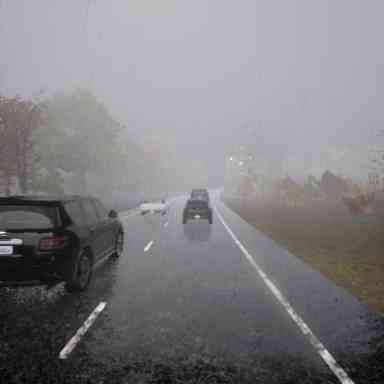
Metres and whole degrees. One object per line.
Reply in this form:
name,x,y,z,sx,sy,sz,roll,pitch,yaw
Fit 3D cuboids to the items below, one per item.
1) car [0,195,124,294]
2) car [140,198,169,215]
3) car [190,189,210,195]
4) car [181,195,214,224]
car,-3.336,1.094,8.635,2.150,2.045,5.566,0,1,0
car,-2.982,1.184,27.725,1.895,1.301,4.718,0,1,2
car,0.897,0.630,38.690,2.150,2.045,5.566,0,1,2
car,0.368,1.170,21.782,1.837,1.490,4.892,0,1,1
